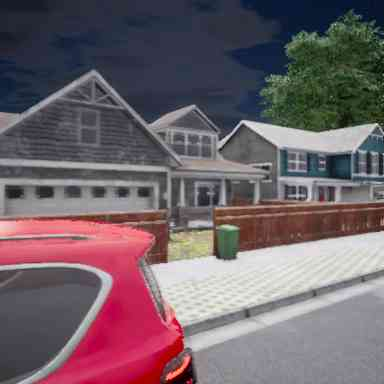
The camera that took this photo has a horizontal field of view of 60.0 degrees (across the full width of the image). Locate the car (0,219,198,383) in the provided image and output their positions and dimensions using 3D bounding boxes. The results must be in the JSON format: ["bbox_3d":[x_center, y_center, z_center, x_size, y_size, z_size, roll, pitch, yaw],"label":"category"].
[{"bbox_3d":[-2.535,1.226,1.256,5.566,2.045,2.150,0,0,-35],"label":"car"}]
